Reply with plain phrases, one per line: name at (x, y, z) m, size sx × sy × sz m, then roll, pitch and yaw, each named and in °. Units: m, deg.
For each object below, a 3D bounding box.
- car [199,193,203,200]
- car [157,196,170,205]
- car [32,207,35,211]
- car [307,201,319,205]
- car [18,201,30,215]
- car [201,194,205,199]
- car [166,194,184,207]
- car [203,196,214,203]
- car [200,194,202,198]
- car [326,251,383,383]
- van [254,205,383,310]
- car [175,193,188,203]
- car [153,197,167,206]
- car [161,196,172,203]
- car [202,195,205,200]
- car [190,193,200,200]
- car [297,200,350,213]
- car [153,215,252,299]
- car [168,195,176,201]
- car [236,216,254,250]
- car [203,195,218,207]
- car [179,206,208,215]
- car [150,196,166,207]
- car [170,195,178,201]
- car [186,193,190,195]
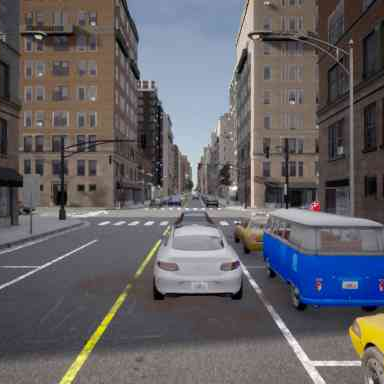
car at (3.650, 1.550, 89.543) m, size 2.008 × 1.369 × 4.403 m, roll 1°, pitch 0°, yaw 1°
car at (-5.279, 1.556, 62.010) m, size 2.008 × 1.369 × 4.403 m, roll 1°, pitch 0°, yaw 1°
car at (-17.899, 1.370, 32.412) m, size 4.892 × 1.490 × 1.837 m, roll 0°, pitch -1°, yaw 0°
car at (15.621, 1.357, 35.582) m, size 5.566 × 2.045 × 2.150 m, roll 0°, pitch -1°, yaw 0°
car at (-17.232, 1.363, 29.164) m, size 4.674 × 1.442 × 1.812 m, roll 0°, pitch -1°, yaw 2°
car at (3.246, 1.555, 61.892) m, size 2.008 × 1.369 × 4.403 m, roll 1°, pitch 0°, yaw 1°
car at (-2.661, 1.484, 52.278) m, size 1.882 × 1.535 × 5.008 m, roll 0°, pitch 0°, yaw 1°
car at (3.327, 1.549, 67.422) m, size 1.887 × 1.381 × 4.507 m, roll 1°, pitch 0°, yaw 1°
car at (3.488, 1.568, 78.483) m, size 1.947 × 1.339 × 4.313 m, roll 1°, pitch 0°, yaw 1°
car at (2.679, 1.526, 1.992) m, size 1.752 × 1.417 × 4.829 m, roll 1°, pitch 0°, yaw 0°
van at (2.691, 1.343, 7.496) m, size 1.690 × 1.788 × 3.998 m, roll 1°, pitch 0°, yaw 0°
car at (-2.411, 1.482, 65.785) m, size 1.882 × 1.535 × 5.008 m, roll 0°, pitch 0°, yaw 1°
car at (-5.360, 1.572, 56.481) m, size 1.947 × 1.339 × 4.313 m, roll 1°, pitch 0°, yaw 1°
car at (-5.198, 1.550, 67.539) m, size 1.887 × 1.381 × 4.507 m, roll 1°, pitch 0°, yaw 1°
car at (3.165, 1.550, 56.362) m, size 1.887 × 1.381 × 4.507 m, roll 1°, pitch 0°, yaw 1°
car at (1.008, 1.524, 91.881) m, size 1.812 × 1.442 × 4.674 m, roll 0°, pitch 0°, yaw 1°
car at (15.272, 1.713, 38.830) m, size 5.357 × 1.411 × 2.033 m, roll 0°, pitch -1°, yaw 0°
car at (0.092, 1.527, 8.316) m, size 1.812 × 1.442 × 4.674 m, roll 0°, pitch 0°, yaw -1°
car at (-4.957, 1.527, 83.955) m, size 1.752 × 1.417 × 4.829 m, roll 1°, pitch 0°, yaw 1°
car at (2.700, 1.528, 13.339) m, size 1.752 × 1.417 × 4.829 m, roll 1°, pitch 0°, yaw 0°
car at (3.084, 1.571, 50.832) m, size 1.947 × 1.339 × 4.313 m, roll 1°, pitch 0°, yaw 1°
car at (0.120, 1.567, 15.682) m, size 1.994 × 1.385 × 4.181 m, roll 0°, pitch 0°, yaw 0°
car at (-5.441, 1.588, 50.953) m, size 1.802 × 1.307 × 4.206 m, roll 1°, pitch 0°, yaw 1°
car at (-4.875, 1.566, 89.654) m, size 1.947 × 1.339 × 4.313 m, roll 1°, pitch 0°, yaw 1°
car at (-2.203, 1.358, 77.400) m, size 2.097 × 1.767 × 4.553 m, roll 0°, pitch 0°, yaw 1°
